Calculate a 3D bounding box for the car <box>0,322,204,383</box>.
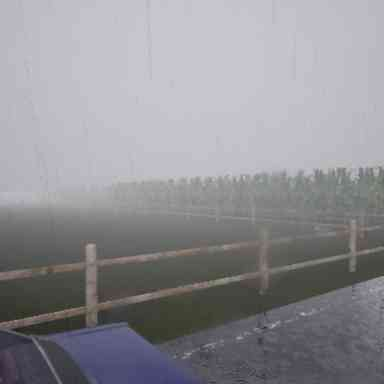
[{"bbox_3d":[-2.091,1.601,1.581,4.718,1.301,1.895,0,0,-35],"label":"car"}]
